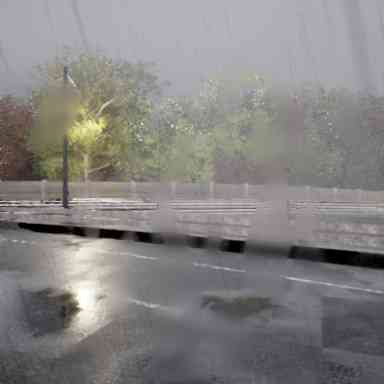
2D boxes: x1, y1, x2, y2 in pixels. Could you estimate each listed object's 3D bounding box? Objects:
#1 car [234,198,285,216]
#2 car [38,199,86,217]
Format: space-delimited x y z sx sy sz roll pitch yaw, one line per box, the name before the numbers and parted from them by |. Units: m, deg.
car | 6.335 1.328 31.404 5.008 1.535 1.882 1 0 -19
car | -11.337 1.279 26.712 5.357 1.411 2.033 0 0 -14
